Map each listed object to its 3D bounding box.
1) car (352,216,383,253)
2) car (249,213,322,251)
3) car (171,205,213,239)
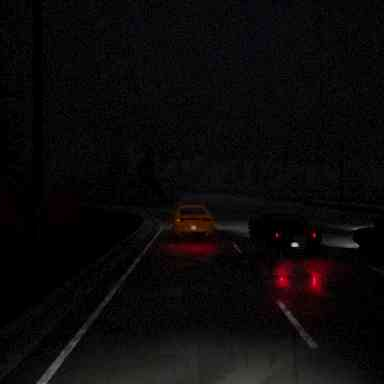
[{"bbox_3d":[7.083,1.496,10.321,2.033,1.411,5.357,0,0,0],"label":"car"},{"bbox_3d":[3.590,1.533,13.790,1.895,1.301,4.718,0,0,0],"label":"car"},{"bbox_3d":[-0.032,1.394,16.981,1.882,1.535,5.008,0,0,-2],"label":"car"}]
